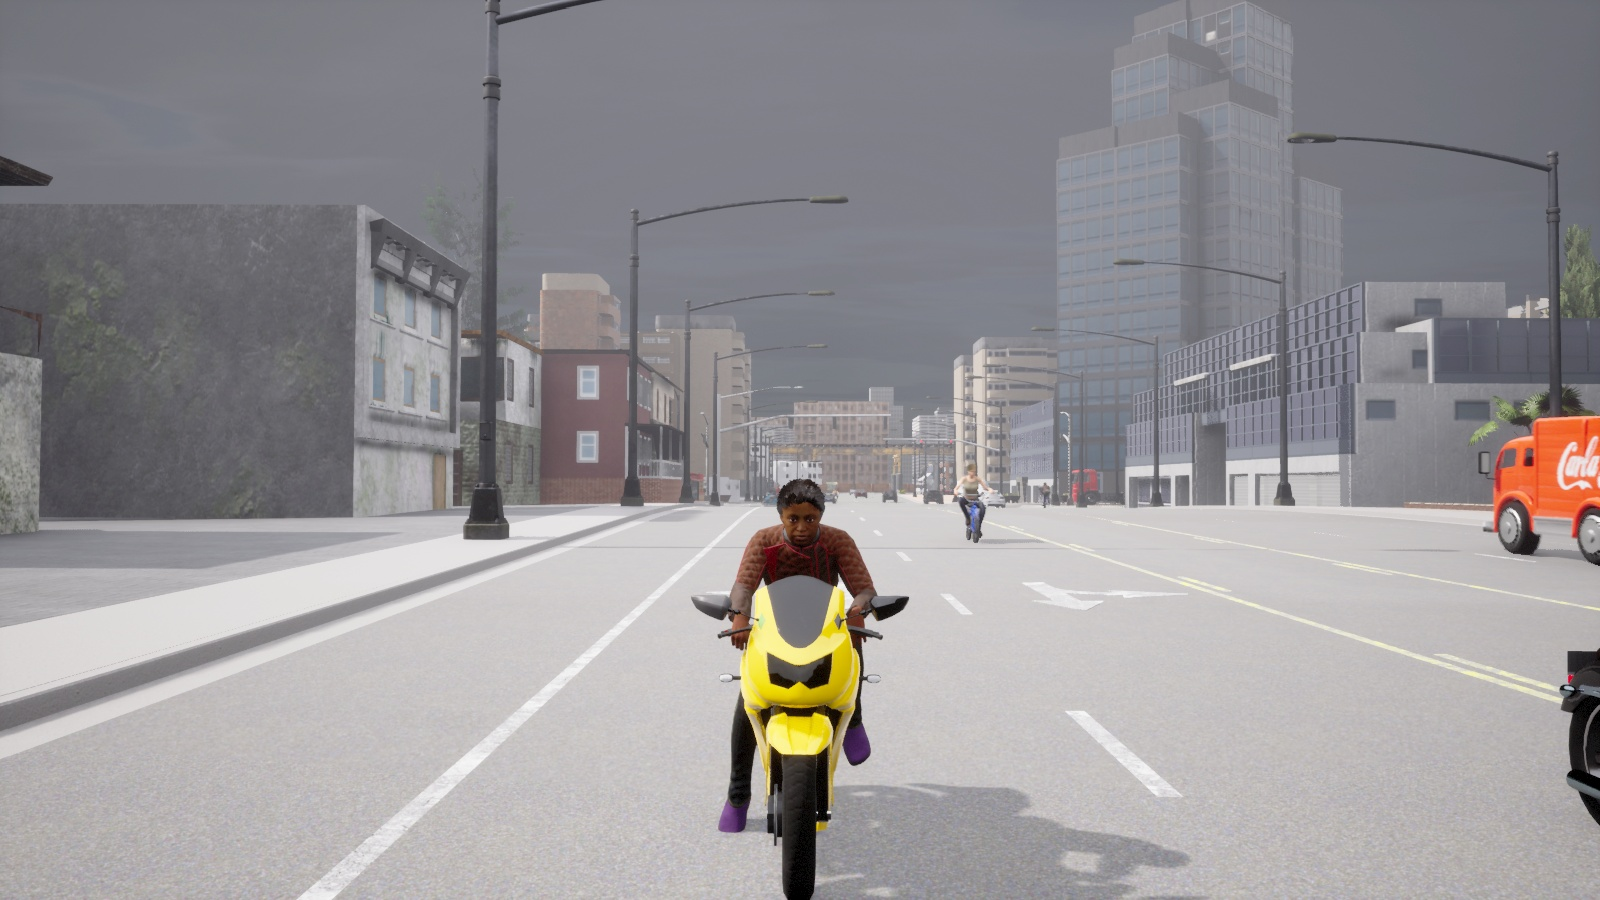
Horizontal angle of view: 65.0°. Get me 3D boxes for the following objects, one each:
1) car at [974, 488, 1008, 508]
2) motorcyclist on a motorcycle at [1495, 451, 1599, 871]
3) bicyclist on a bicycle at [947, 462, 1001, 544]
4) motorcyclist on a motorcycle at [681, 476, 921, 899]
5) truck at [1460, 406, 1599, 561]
[{"bbox_3d":[14.162,3.577,93.469,1.812,1.442,4.674,0,-2,0],"label":"car"},{"bbox_3d":[3.517,0.821,4.476,0.766,1.649,2.350,0,-1,0],"label":"motorcyclist on a motorcycle"},{"bbox_3d":[3.533,1.054,25.576,0.866,1.612,1.509,0,-1,0],"label":"bicyclist on a bicycle"},{"bbox_3d":[0.010,0.876,5.219,0.797,1.523,2.044,0,-1,0],"label":"motorcyclist on a motorcycle"},{"bbox_3d":[14.042,0.548,21.590,2.627,2.467,5.204,0,-1,0],"label":"truck"}]
